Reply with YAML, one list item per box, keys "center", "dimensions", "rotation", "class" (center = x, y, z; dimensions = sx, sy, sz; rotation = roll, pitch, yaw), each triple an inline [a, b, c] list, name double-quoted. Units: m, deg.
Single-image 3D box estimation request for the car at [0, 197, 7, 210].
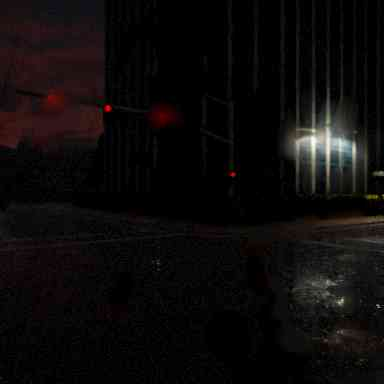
- center: [-25.212, 1.360, 42.806]
  dimensions: [2.097, 1.767, 4.553]
  rotation: [0, 0, -35]
  class: "car"
